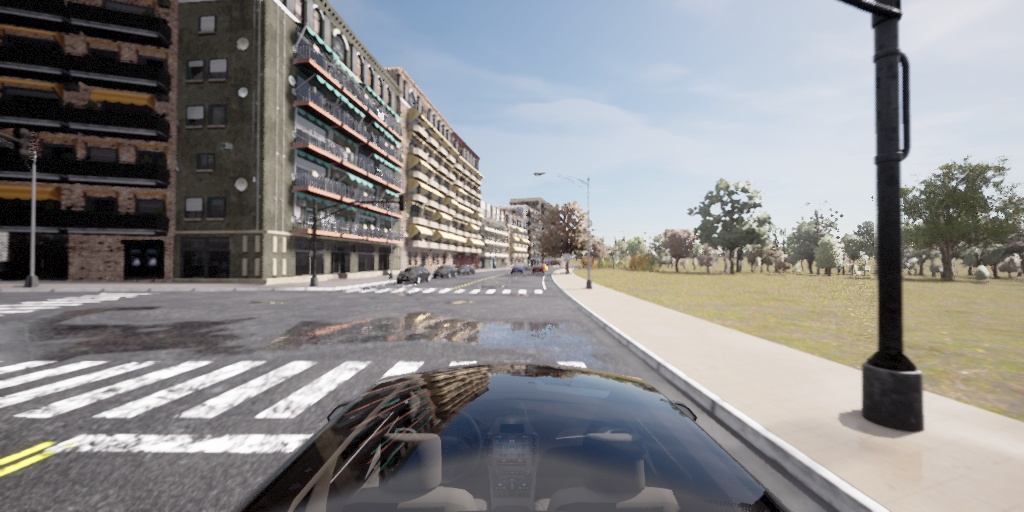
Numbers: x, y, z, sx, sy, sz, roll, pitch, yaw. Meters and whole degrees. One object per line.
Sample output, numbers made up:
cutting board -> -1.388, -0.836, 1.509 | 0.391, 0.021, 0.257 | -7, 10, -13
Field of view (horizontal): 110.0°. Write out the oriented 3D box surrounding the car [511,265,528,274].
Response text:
car -> 1.018, 2.191, 59.446 | 1.812, 1.442, 4.674 | 0, -1, 8

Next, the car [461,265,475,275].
car -> -6.655, 2.026, 52.364 | 2.128, 1.511, 4.902 | 0, -1, 7

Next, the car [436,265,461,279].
car -> -7.793, 1.865, 42.040 | 1.837, 1.490, 4.892 | 0, -1, 5

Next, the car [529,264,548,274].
car -> 4.576, 2.181, 61.328 | 1.882, 1.535, 5.008 | 0, -1, 8

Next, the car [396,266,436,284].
car -> -8.657, 1.698, 31.939 | 1.837, 1.490, 4.892 | 0, -1, 5
